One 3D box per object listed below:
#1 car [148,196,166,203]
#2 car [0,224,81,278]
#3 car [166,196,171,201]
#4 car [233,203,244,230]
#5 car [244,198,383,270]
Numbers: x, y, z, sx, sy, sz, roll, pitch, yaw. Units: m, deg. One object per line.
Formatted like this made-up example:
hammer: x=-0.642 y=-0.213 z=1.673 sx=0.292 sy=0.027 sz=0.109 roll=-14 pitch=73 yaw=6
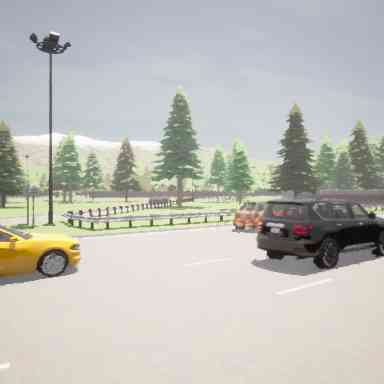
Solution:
car: x=-6.563 y=1.491 z=59.647 sx=2.128 sy=1.511 sz=4.902 roll=0 pitch=0 yaw=6
car: x=-5.441 y=1.477 z=8.464 sx=5.008 sy=1.535 sz=1.882 roll=0 pitch=0 yaw=-35
car: x=-5.586 y=1.525 z=69.768 sx=1.812 sy=1.442 sz=4.674 roll=0 pitch=0 yaw=5
car: x=4.697 y=1.353 z=19.965 sx=4.553 sy=1.767 sz=2.097 roll=0 pitch=0 yaw=-35
car: x=4.622 y=1.222 z=11.323 sx=5.566 sy=2.045 sz=2.150 roll=0 pitch=0 yaw=-35
